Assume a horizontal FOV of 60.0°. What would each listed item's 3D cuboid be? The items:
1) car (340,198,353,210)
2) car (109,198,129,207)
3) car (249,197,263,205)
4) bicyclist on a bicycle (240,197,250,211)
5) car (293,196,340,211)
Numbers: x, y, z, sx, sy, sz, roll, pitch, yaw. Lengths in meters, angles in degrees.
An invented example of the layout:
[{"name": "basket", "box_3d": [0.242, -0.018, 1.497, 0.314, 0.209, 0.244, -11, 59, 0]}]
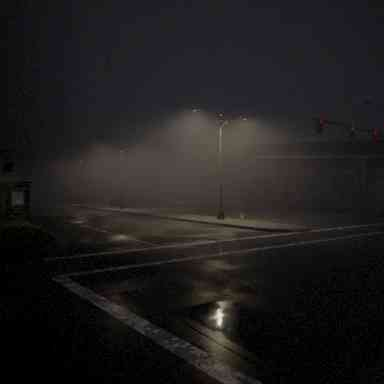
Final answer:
[{"name": "car", "box_3d": [18.095, 1.456, 42.034, 1.970, 1.475, 3.806, 0, 0, -35]}, {"name": "car", "box_3d": [-11.165, 1.564, 50.694, 1.994, 1.385, 4.181, 0, 0, -35]}, {"name": "car", "box_3d": [11.983, 1.564, 61.128, 1.994, 1.385, 4.181, 0, 0, 29]}, {"name": "bicyclist on a bicycle", "box_3d": [6.255, 1.430, 39.740, 1.656, 1.620, 0.582, -6, -7, -37]}, {"name": "car", "box_3d": [13.834, 1.295, 38.106, 2.242, 1.667, 4.611, 0, 0, -35]}]
